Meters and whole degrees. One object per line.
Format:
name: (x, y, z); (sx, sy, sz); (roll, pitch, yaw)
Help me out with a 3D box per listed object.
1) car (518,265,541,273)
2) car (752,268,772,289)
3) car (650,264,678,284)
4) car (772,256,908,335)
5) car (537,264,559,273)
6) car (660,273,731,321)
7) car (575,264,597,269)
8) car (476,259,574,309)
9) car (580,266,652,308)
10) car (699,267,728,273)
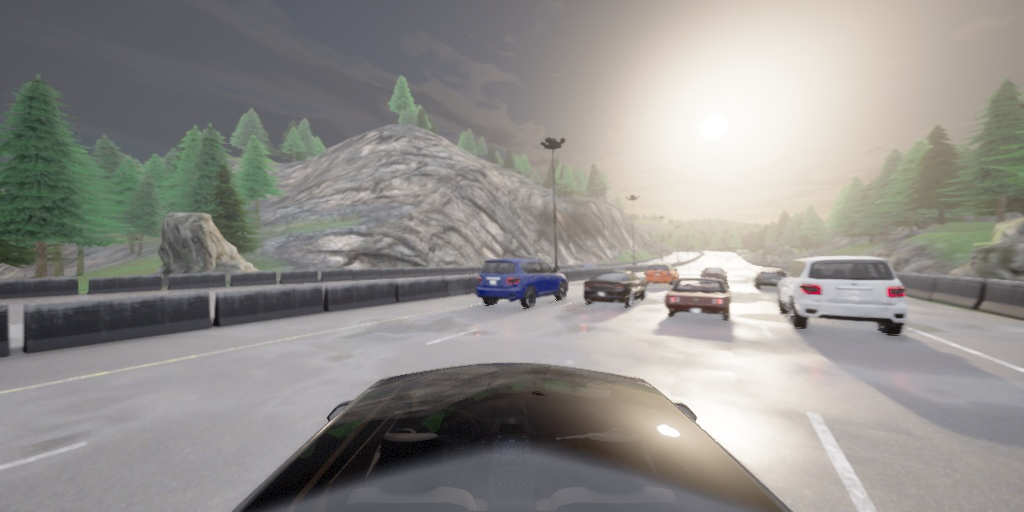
car: (3.005, 2.166, 61.586); (1.895, 1.301, 4.718); (-1, -1, 31)
car: (18.019, 1.545, 24.985); (1.994, 1.385, 4.181); (-1, -1, 31)
car: (11.796, 1.401, 28.224); (2.097, 1.767, 4.553); (-1, -1, 31)
car: (9.711, 1.032, 11.019); (2.150, 2.045, 5.566); (-1, -1, 31)
car: (6.043, 2.055, 59.868); (1.812, 1.442, 4.674); (-1, -1, 31)
car: (6.912, 1.450, 13.143); (1.895, 1.301, 4.718); (-1, -1, 31)
car: (12.191, 1.936, 56.536); (1.882, 1.535, 5.008); (-1, -1, 31)
car: (0.637, 1.142, 16.303); (2.150, 2.045, 5.566); (-1, -1, 31)
car: (4.859, 1.383, 16.510); (1.882, 1.535, 5.008); (-1, -1, 31)
car: (15.276, 1.548, 27.212); (1.812, 1.442, 4.674); (-1, -1, 31)
